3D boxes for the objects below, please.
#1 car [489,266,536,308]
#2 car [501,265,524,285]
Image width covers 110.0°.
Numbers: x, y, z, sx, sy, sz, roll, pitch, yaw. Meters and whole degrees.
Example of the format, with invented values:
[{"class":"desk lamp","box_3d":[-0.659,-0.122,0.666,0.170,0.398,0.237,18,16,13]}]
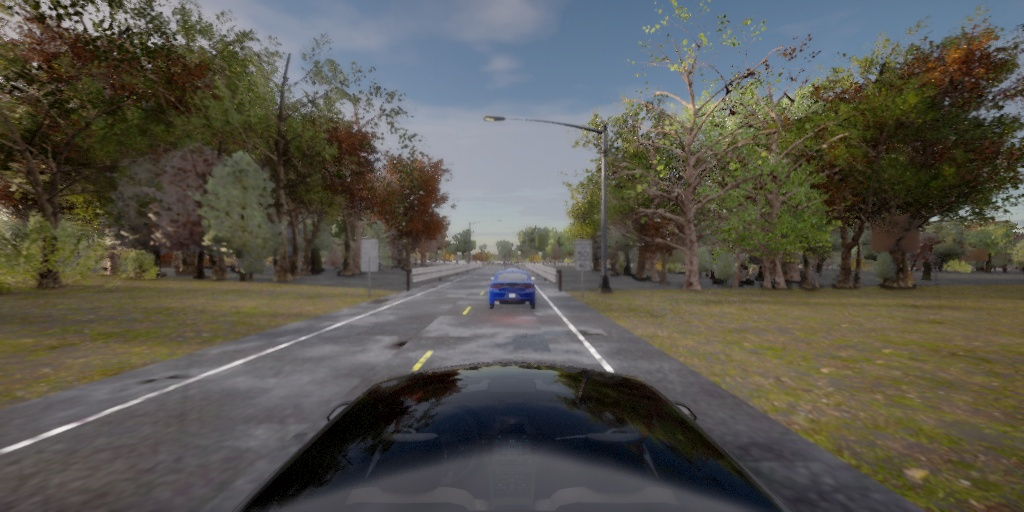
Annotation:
[{"class":"car","box_3d":[0.033,1.368,16.093,1.882,1.535,5.008,0,0,1]},{"class":"car","box_3d":[0.031,1.559,30.754,1.812,1.442,4.674,0,0,1]}]
